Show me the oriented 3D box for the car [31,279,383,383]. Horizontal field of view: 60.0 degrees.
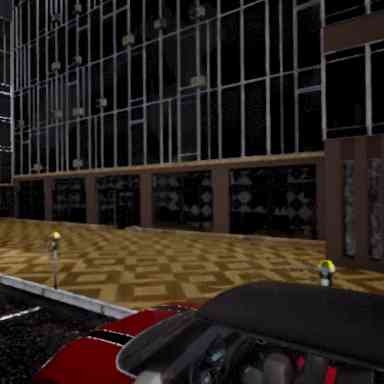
[{"bbox_3d":[0.533,1.449,2.496,4.097,1.590,1.967,-1,0,36],"label":"car"}]
